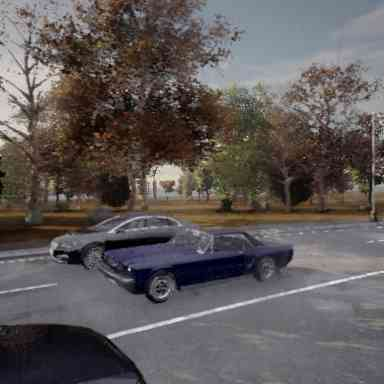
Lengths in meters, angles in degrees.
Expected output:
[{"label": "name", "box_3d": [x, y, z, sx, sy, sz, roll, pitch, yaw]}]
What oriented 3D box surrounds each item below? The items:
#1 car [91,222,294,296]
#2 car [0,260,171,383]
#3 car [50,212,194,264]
[{"label": "car", "box_3d": [0.219, 1.570, 8.175, 4.718, 1.301, 1.895, 0, 0, -32]}, {"label": "car", "box_3d": [-2.262, 1.554, 1.983, 4.181, 1.385, 1.994, 0, 0, -36]}, {"label": "car", "box_3d": [-1.966, 1.448, 10.875, 4.902, 1.511, 2.128, 0, 0, -33]}]
